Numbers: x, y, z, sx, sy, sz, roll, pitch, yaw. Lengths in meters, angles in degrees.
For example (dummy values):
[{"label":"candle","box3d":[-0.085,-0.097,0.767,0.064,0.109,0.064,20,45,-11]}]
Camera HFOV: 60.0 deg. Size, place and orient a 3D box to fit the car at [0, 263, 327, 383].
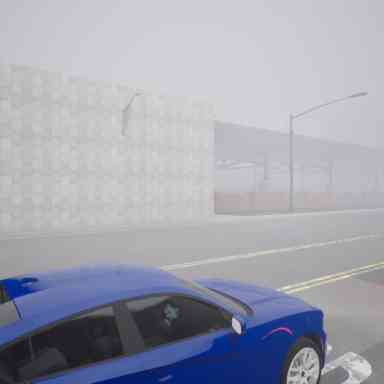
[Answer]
[{"label":"car","box3d":[-0.683,1.478,3.262,5.008,1.535,1.882,0,0,-36]}]
